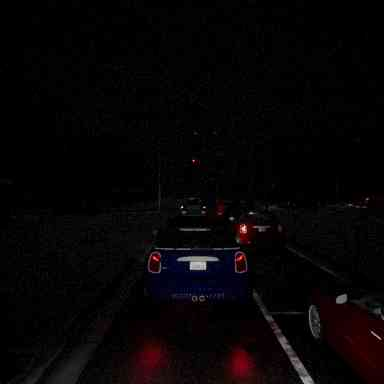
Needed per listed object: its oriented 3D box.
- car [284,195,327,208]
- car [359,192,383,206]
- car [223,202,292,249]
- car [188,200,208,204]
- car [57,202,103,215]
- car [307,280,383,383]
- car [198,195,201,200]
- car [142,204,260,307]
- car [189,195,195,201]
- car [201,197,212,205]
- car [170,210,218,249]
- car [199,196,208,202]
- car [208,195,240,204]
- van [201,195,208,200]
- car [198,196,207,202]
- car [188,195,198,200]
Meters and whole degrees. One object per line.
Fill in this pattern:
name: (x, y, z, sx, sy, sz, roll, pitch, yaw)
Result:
car: (13.575, 1.132, 39.883, 4.892, 1.490, 1.837, -1, 1, 0)
car: (22.527, 0.764, 39.884, 4.553, 1.767, 2.097, -1, 1, 0)
car: (2.629, 1.441, 14.381, 1.967, 1.590, 4.097, -1, 0, 0)
car: (0.105, 1.572, 25.477, 1.994, 1.385, 4.181, 0, 0, -1)
car: (-12.458, 1.826, 36.926, 4.902, 1.511, 2.128, -2, 1, 1)
car: (2.629, 1.581, 3.576, 1.802, 1.307, 4.206, -1, 0, 0)
car: (2.631, 1.366, 56.953, 2.192, 1.841, 5.009, -1, 0, 0)
car: (0.070, 1.352, 8.130, 2.097, 1.767, 4.553, 0, 0, -1)
car: (0.011, 1.670, 92.077, 1.812, 1.442, 4.674, 0, 0, 0)
car: (2.635, 1.645, 62.359, 1.802, 1.307, 4.206, -1, 0, 0)
car: (0.096, 1.603, 15.465, 1.895, 1.301, 4.718, 0, 0, 0)
car: (2.636, 1.654, 78.579, 2.008, 1.369, 4.403, -1, 0, 0)
car: (2.628, 1.323, 25.186, 2.192, 1.841, 5.009, -1, 0, 0)
van: (2.631, 1.382, 51.547, 1.690, 1.788, 3.998, -1, 0, 0)
car: (2.637, 1.664, 83.985, 1.887, 1.381, 4.507, -1, 0, 0)
car: (0.109, 1.569, 68.848, 2.128, 1.511, 4.902, 0, 0, 0)
